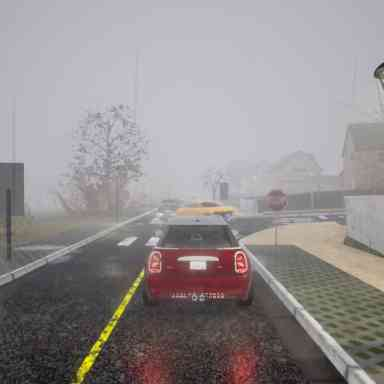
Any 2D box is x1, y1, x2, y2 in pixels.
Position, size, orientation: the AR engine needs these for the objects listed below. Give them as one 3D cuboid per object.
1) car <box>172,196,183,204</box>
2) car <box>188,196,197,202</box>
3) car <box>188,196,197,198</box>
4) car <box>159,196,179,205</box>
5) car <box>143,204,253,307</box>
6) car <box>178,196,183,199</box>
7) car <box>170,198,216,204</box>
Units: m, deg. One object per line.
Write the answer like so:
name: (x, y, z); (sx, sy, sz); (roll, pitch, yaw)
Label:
car: (-2.683, 1.559, 63.308); (1.812, 1.442, 4.674); (0, 0, 1)
car: (0.147, 1.604, 75.569); (1.994, 1.385, 4.181); (0, 0, 0)
car: (0.212, 1.555, 59.970); (1.812, 1.442, 4.674); (0, 0, 0)
car: (-2.771, 1.535, 38.105); (1.812, 1.442, 4.674); (0, 0, 0)
car: (0.115, 1.351, 8.158); (2.097, 1.767, 4.553); (0, 0, 0)
car: (-2.747, 1.619, 48.972); (1.895, 1.301, 4.718); (0, 0, 0)
car: (0.787, 1.341, 22.999); (1.882, 1.535, 5.008); (-3, -2, -35)
